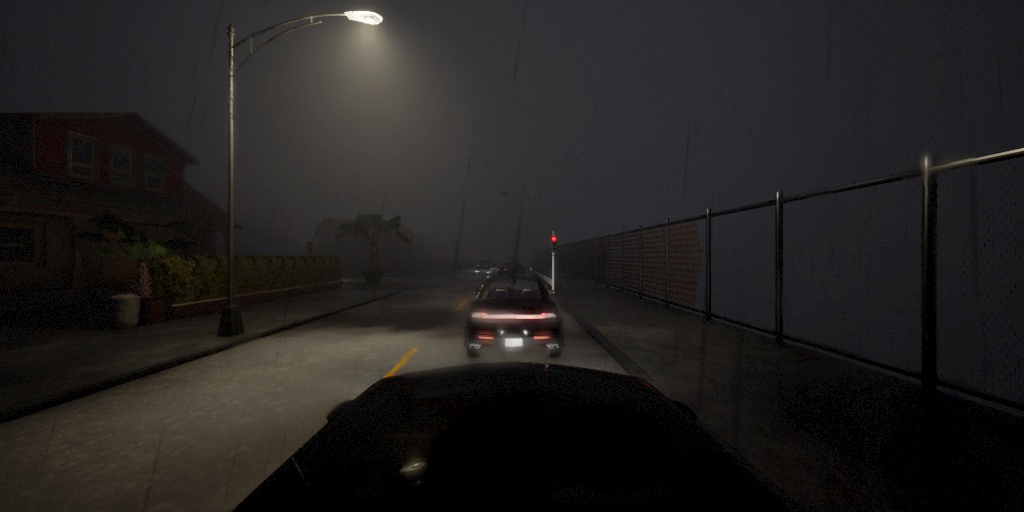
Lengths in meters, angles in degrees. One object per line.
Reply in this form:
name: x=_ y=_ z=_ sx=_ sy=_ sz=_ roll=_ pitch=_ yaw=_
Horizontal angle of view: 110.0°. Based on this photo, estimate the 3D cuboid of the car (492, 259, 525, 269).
car: x=-0.016 y=1.297 z=35.329 sx=2.033 sy=1.411 sz=5.357 roll=0 pitch=0 yaw=14

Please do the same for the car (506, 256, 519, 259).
car: x=0.117 y=0.971 z=65.456 sx=2.150 sy=2.045 sz=5.566 roll=0 pitch=0 yaw=0

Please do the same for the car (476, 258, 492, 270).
car: x=-4.092 y=1.255 z=51.831 sx=1.837 sy=1.490 sz=4.892 roll=0 pitch=0 yaw=0

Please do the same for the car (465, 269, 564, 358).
car: x=0.055 y=1.242 z=8.445 sx=2.128 sy=1.511 sz=4.902 roll=0 pitch=0 yaw=0
